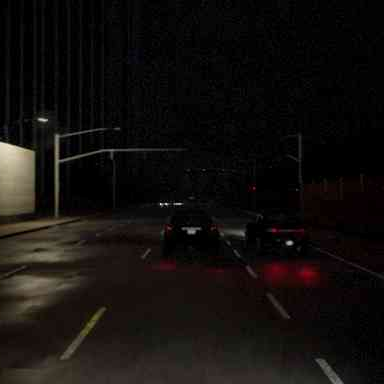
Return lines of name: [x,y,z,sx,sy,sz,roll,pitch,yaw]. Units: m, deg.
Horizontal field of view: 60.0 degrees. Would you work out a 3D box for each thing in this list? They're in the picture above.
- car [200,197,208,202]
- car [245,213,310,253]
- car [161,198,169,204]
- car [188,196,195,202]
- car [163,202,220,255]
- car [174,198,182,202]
car: [3.373,2.340,88.107,1.812,1.442,4.674,0,-1,0]
car: [3.483,1.627,14.293,2.128,1.511,4.902,0,0,0]
car: [-7.125,2.334,86.796,1.812,1.442,4.674,0,-1,0]
car: [-0.127,2.399,87.828,1.895,1.301,4.718,0,-1,0]
car: [-0.018,1.482,14.082,2.097,1.767,4.553,0,-1,0]
car: [-3.625,2.350,86.801,2.033,1.411,5.357,0,-1,0]
